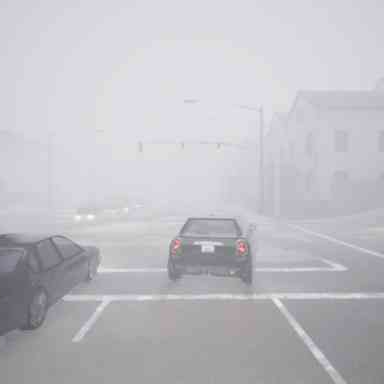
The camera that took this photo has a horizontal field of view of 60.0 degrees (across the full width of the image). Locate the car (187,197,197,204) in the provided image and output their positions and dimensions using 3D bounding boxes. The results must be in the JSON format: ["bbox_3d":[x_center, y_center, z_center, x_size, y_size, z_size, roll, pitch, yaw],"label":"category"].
[{"bbox_3d":[0.053,1.625,61.508,1.812,1.442,4.674,0,0,0],"label":"car"}]

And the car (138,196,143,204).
[{"bbox_3d":[-10.544,1.595,64.079,2.128,1.511,4.902,0,0,0],"label":"car"}]

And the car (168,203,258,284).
[{"bbox_3d":[0.818,1.370,9.963,2.097,1.767,4.553,0,0,12],"label":"car"}]

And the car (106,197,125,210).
[{"bbox_3d":[-10.623,1.423,43.737,2.097,1.767,4.553,0,0,0],"label":"car"}]

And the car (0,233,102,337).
[{"bbox_3d":[-3.411,1.559,6.799,2.033,1.411,5.357,0,0,0],"label":"car"}]

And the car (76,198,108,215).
[{"bbox_3d":[-10.624,1.621,35.082,1.994,1.385,4.181,0,0,0],"label":"car"}]

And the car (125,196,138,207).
[{"bbox_3d":[-10.598,1.579,53.806,2.128,1.511,4.902,0,0,0],"label":"car"}]

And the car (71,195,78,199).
[{"bbox_3d":[-31.740,1.592,85.681,2.038,1.542,4.974,0,0,-36],"label":"car"}]
